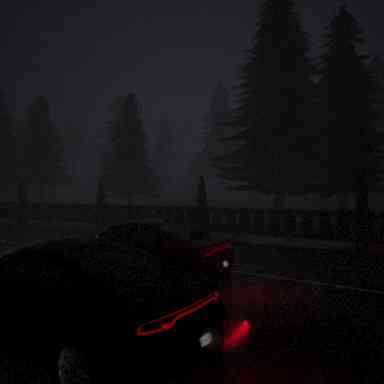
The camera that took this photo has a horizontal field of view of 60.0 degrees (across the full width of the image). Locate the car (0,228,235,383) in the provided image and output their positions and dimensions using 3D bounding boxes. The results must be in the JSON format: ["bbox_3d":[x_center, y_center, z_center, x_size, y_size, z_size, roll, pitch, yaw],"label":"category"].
[{"bbox_3d":[-1.921,1.465,5.010,5.008,1.535,1.882,0,0,33],"label":"car"}]

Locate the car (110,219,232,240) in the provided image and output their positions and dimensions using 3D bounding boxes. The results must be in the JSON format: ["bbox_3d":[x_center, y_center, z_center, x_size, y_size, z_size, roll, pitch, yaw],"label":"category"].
[{"bbox_3d":[-1.338,1.454,8.776,5.008,1.535,1.882,0,0,32],"label":"car"}]
